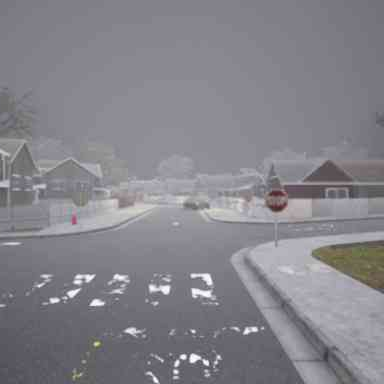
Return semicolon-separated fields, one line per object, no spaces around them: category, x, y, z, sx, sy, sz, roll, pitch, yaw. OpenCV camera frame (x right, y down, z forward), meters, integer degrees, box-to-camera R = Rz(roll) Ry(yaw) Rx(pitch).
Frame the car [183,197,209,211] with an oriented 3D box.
car;0.527;1.391;43.061;2.097;1.767;4.553;-4;0;-26

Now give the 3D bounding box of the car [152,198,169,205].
car;-5.790;1.755;61.088;1.895;1.301;4.718;0;0;-23
